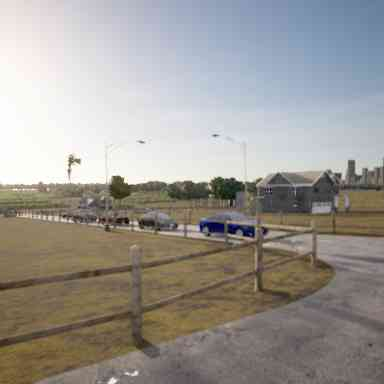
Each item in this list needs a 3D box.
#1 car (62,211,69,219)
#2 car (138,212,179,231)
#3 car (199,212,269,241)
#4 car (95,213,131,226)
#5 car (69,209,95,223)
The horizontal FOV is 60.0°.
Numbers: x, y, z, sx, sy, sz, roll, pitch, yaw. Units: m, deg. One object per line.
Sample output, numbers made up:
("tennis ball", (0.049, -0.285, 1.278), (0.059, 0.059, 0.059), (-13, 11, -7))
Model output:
("car", (-21.658, 3.986, 59.174), (1.994, 1.385, 4.181), (0, -2, -36))
("car", (-2.948, 2.429, 27.989), (1.812, 1.442, 4.674), (0, -2, -36))
("car", (2.453, 2.012, 20.452), (1.882, 1.535, 5.008), (0, -2, -36))
("car", (-8.251, 2.876, 35.405), (1.895, 1.301, 4.718), (0, -2, -36))
("car", (-14.089, 3.047, 43.605), (2.097, 1.767, 4.553), (0, -2, -35))
